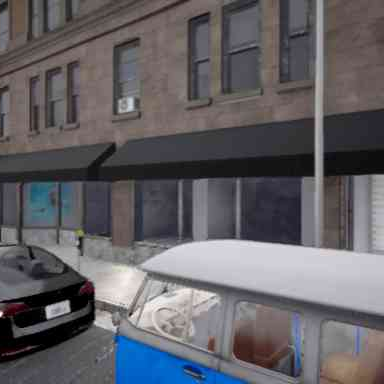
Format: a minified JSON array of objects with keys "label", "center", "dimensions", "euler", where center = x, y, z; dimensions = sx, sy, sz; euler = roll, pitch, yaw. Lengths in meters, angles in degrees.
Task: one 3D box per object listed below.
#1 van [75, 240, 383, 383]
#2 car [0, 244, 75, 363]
[{"label":"van","center":[1.184,1.341,2.233],"dimensions":[3.998,1.788,1.690],"euler":[0,0,35]},{"label":"car","center":[-3.425,1.551,5.519],"dimensions":[4.313,1.339,1.947],"euler":[0,0,35]}]
